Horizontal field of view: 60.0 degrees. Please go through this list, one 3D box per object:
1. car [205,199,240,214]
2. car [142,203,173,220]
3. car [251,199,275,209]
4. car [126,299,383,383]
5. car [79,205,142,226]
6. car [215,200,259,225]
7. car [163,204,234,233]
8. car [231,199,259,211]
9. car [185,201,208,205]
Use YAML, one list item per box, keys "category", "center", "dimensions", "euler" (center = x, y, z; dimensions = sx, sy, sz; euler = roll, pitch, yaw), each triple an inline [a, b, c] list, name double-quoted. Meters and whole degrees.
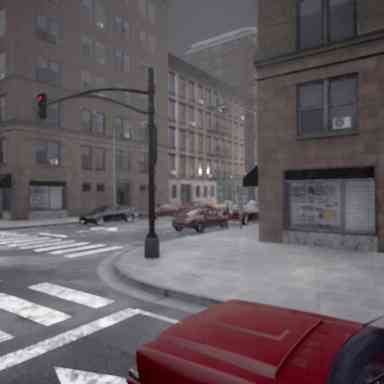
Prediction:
- category: "car"
  center: [3.481, 1.554, 37.338]
  dimensions: [1.752, 1.417, 4.829]
  euler: [0, 0, 35]
- category: "car"
  center: [-2.828, 1.614, 28.490]
  dimensions: [1.802, 1.307, 4.206]
  euler: [0, 0, 35]
- category: "car"
  center: [9.987, 1.610, 46.462]
  dimensions: [1.802, 1.307, 4.206]
  euler: [0, 0, 35]
- category: "car"
  center: [1.727, 1.601, 2.460]
  dimensions: [4.718, 1.301, 1.895]
  euler: [0, 0, 36]
- category: "car"
  center: [-6.032, 1.599, 23.997]
  dimensions: [1.947, 1.339, 4.313]
  euler: [0, 0, 35]
- category: "car"
  center: [3.707, 1.417, 23.833]
  dimensions: [1.967, 1.590, 4.097]
  euler: [0, 0, 35]
- category: "car"
  center: [0.503, 1.561, 19.339]
  dimensions: [1.802, 1.307, 4.206]
  euler: [0, 0, 35]
- category: "car"
  center: [6.784, 1.609, 41.969]
  dimensions: [1.802, 1.307, 4.206]
  euler: [0, 0, 35]
- category: "car"
  center: [0.376, 1.574, 32.983]
  dimensions: [1.887, 1.381, 4.507]
  euler: [0, 0, 35]
